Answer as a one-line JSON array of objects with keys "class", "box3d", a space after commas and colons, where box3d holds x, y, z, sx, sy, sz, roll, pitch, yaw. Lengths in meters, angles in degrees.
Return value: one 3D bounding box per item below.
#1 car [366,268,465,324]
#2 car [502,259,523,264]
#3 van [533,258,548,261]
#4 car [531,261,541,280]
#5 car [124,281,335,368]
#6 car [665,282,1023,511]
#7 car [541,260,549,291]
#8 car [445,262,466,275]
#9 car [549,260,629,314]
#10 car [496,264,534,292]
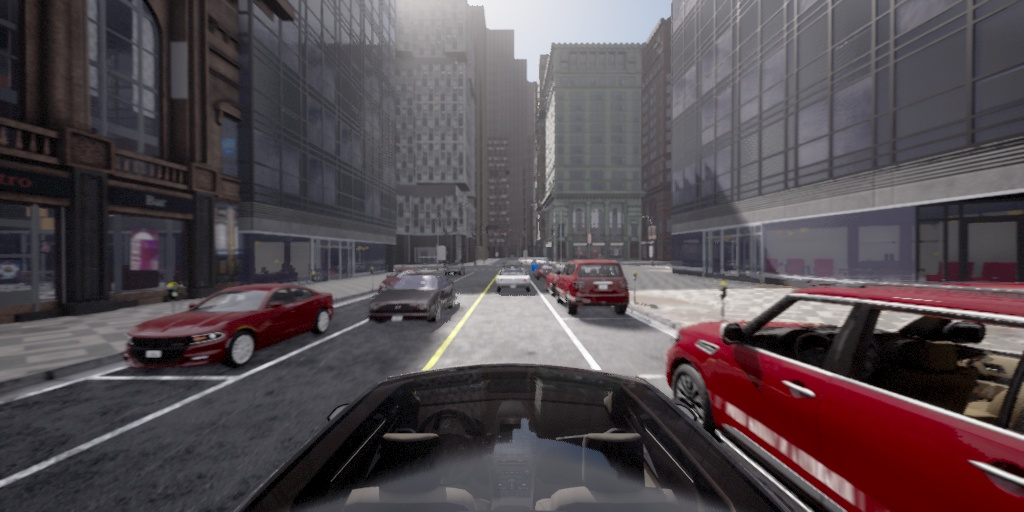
[{"class": "car", "box3d": [-3.096, 1.301, 12.349, 2.033, 1.411, 5.357, 0, 0, 0]}, {"class": "car", "box3d": [0.066, 1.073, 37.125, 2.097, 1.767, 4.553, 0, 0, 0]}, {"class": "van", "box3d": [2.835, 1.057, 36.176, 1.690, 1.789, 3.998, 0, 0, 0]}, {"class": "car", "box3d": [2.839, 1.306, 30.527, 1.802, 1.307, 4.207, 0, 0, 0]}, {"class": "car", "box3d": [-5.669, 1.306, 7.922, 1.888, 1.381, 4.507, 0, 0, 0]}, {"class": "car", "box3d": [2.861, 1.058, 2.282, 2.192, 1.841, 5.009, 0, 0, 0]}, {"class": "car", "box3d": [2.847, 1.176, 19.229, 1.967, 1.591, 4.097, 0, 0, 0]}, {"class": "car", "box3d": [-5.691, 1.300, 36.168, 1.948, 1.339, 4.313, 0, 0, 0]}, {"class": "car", "box3d": [2.852, 1.055, 13.579, 2.192, 1.841, 5.009, 0, 0, 0]}, {"class": "car", "box3d": [0.078, 1.341, 21.403, 1.895, 1.301, 4.718, 0, 0, 0]}]
